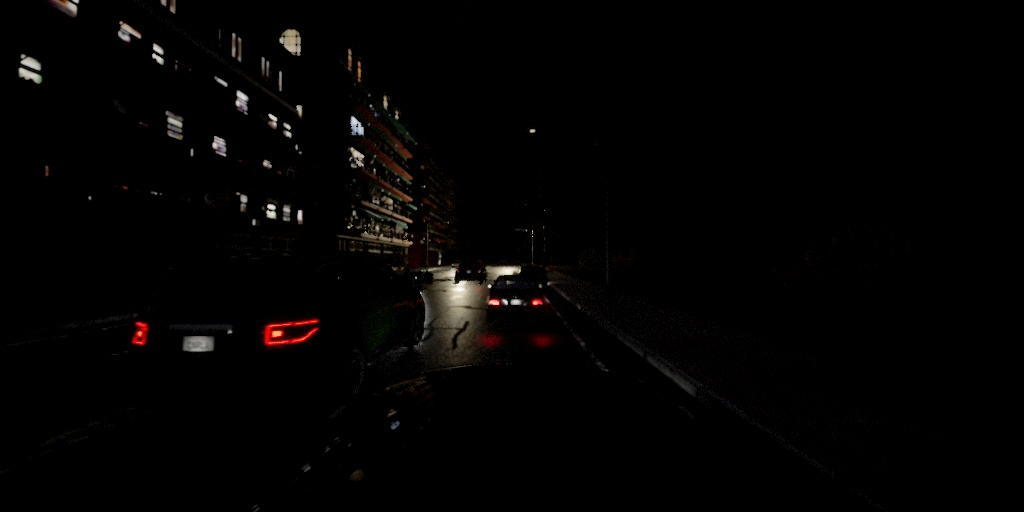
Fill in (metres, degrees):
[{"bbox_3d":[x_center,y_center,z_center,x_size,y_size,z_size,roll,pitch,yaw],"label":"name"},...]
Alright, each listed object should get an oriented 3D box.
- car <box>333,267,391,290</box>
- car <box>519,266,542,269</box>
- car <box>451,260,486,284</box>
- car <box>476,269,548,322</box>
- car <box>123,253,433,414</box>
[{"bbox_3d":[-9.849,1.431,23.996,1.895,1.301,4.718,0,0,0],"label":"car"},{"bbox_3d":[1.139,1.329,22.172,1.837,1.490,4.892,0,0,0],"label":"car"},{"bbox_3d":[-3.150,1.196,28.199,2.097,1.767,4.553,0,0,0],"label":"car"},{"bbox_3d":[0.103,1.336,12.414,2.033,1.411,5.357,0,0,0],"label":"car"},{"bbox_3d":[-3.150,0.988,6.285,2.150,2.045,5.566,0,0,0],"label":"car"}]
